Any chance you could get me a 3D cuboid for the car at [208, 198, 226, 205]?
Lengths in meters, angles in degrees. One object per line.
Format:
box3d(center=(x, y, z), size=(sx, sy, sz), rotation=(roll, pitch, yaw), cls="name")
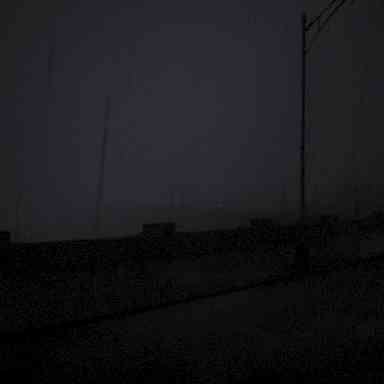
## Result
box3d(center=(5.120, 2.031, 68.337), size=(1.812, 1.442, 4.674), rotation=(1, 0, -36), cls="car")
